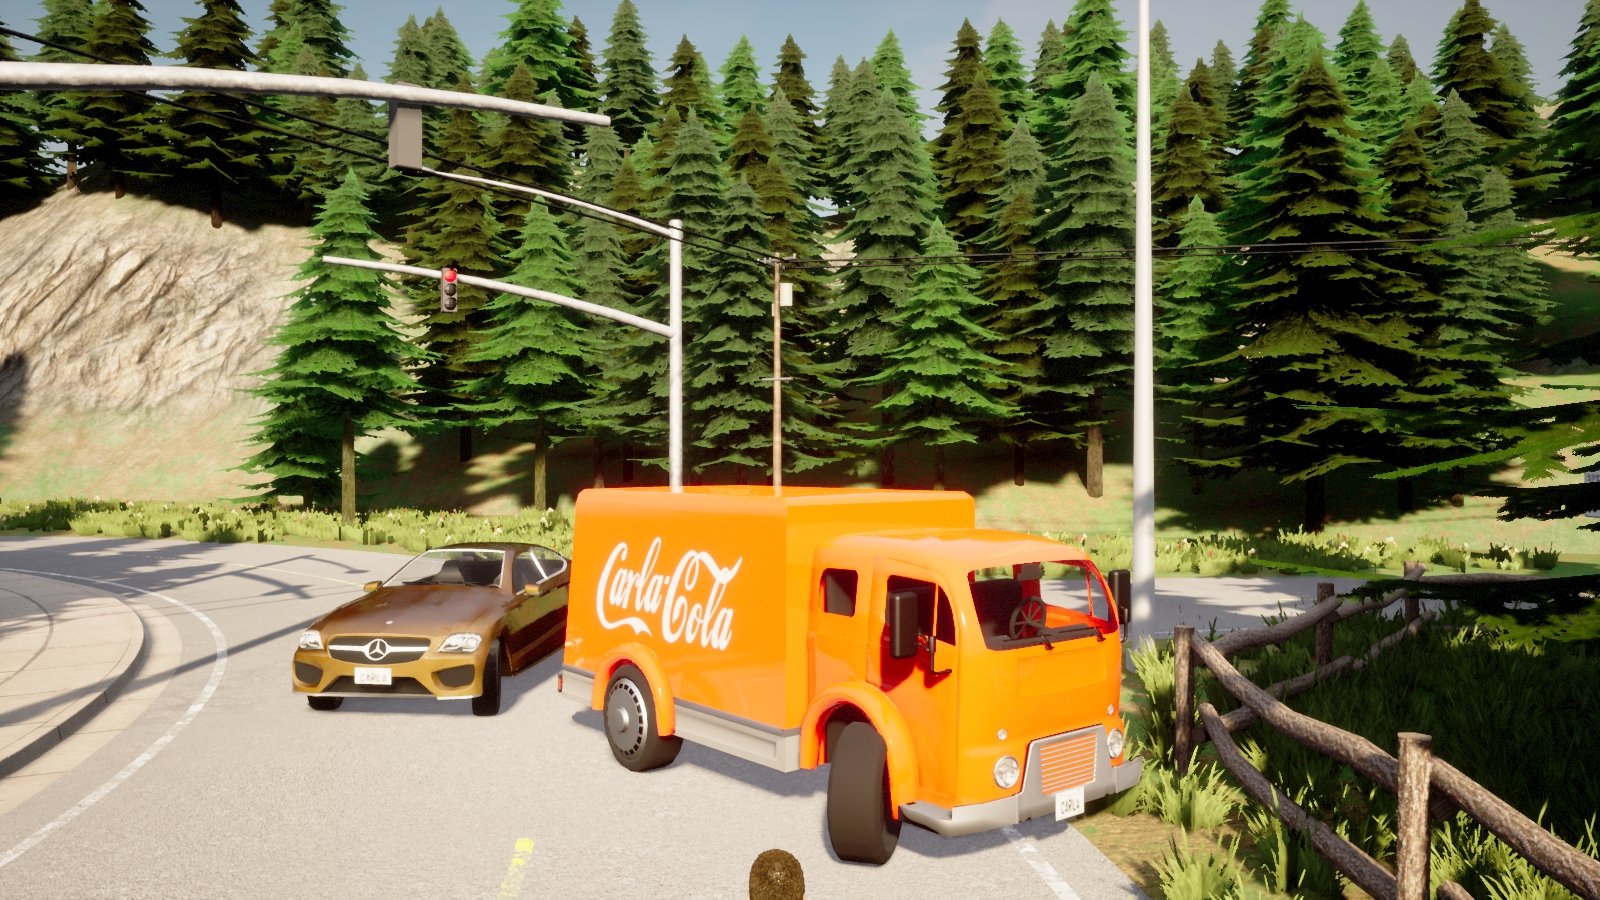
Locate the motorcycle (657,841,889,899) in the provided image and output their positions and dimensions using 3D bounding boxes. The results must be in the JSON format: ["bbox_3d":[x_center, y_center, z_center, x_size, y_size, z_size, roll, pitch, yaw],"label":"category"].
[{"bbox_3d":[-0.074,2.159,3.526,0.803,1.199,2.033,0,0,-2],"label":"motorcycle"}]

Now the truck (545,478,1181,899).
[{"bbox_3d":[0.202,1.542,9.769,2.627,2.467,5.204,0,0,-39],"label":"truck"}]

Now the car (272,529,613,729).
[{"bbox_3d":[-4.038,1.970,14.038,2.152,1.651,5.027,0,0,6],"label":"car"}]
